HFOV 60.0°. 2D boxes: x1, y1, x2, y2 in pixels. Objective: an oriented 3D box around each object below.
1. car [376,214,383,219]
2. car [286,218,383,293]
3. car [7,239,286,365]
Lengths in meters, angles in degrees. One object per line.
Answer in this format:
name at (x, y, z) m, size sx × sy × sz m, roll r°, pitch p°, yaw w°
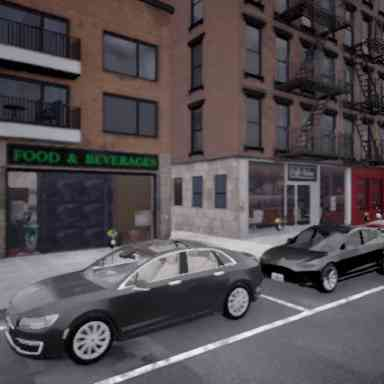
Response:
car at (8.133, 1.317, 11.994) m, size 5.009 × 1.841 × 2.192 m, roll 0°, pitch 0°, yaw -35°
car at (3.730, 1.567, 8.857) m, size 4.313 × 1.339 × 1.947 m, roll 0°, pitch 0°, yaw -35°
car at (-0.673, 1.551, 5.720) m, size 4.403 × 1.369 × 2.008 m, roll 0°, pitch 0°, yaw -35°
